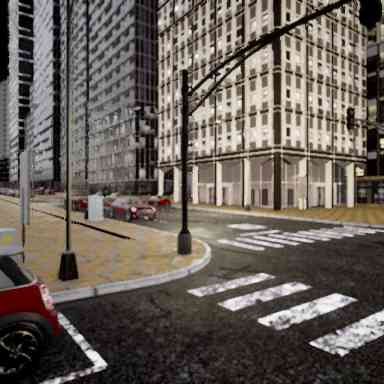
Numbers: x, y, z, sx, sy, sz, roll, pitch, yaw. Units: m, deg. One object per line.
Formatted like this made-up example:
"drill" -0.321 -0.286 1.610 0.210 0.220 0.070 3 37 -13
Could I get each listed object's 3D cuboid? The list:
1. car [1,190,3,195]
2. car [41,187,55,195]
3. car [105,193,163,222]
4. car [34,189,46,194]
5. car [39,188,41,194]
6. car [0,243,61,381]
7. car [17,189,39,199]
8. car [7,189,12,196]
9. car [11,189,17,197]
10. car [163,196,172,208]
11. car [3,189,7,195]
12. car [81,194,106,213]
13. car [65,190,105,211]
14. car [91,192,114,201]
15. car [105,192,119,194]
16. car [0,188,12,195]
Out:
"car" -39.849 0.031 72.440 1.947 1.339 4.313 1 0 -36
"car" -33.092 0.003 77.399 1.887 1.381 4.507 1 0 -36
"car" -4.045 1.079 22.660 1.967 1.590 4.097 1 0 -36
"car" -39.604 -0.188 86.454 1.947 1.339 4.313 1 0 -36
"car" -36.342 -0.333 81.925 2.192 1.841 5.009 1 0 -36
"car" -3.827 1.440 3.829 4.097 1.590 1.967 0 0 -36
"car" -26.830 0.436 54.339 1.887 1.381 4.507 1 0 -36
"car" -33.339 0.223 63.389 1.887 1.381 4.507 1 0 -36
"car" -30.084 0.336 58.864 2.008 1.369 4.403 1 0 -36
"car" -3.791 1.001 36.654 1.802 1.307 4.206 1 0 -36
"car" -36.593 0.123 67.915 2.008 1.369 4.403 1 0 -36
"car" -7.304 1.114 27.186 1.802 1.307 4.206 1 0 -36
"car" -10.551 0.741 31.711 2.192 1.841 5.009 1 0 -36
"car" -13.558 0.664 50.237 1.947 1.339 4.313 1 0 -36
"car" -10.400 0.727 45.848 1.752 1.417 4.829 1 0 -36
"car" -43.102 -0.096 76.966 1.887 1.381 4.507 1 0 -36
